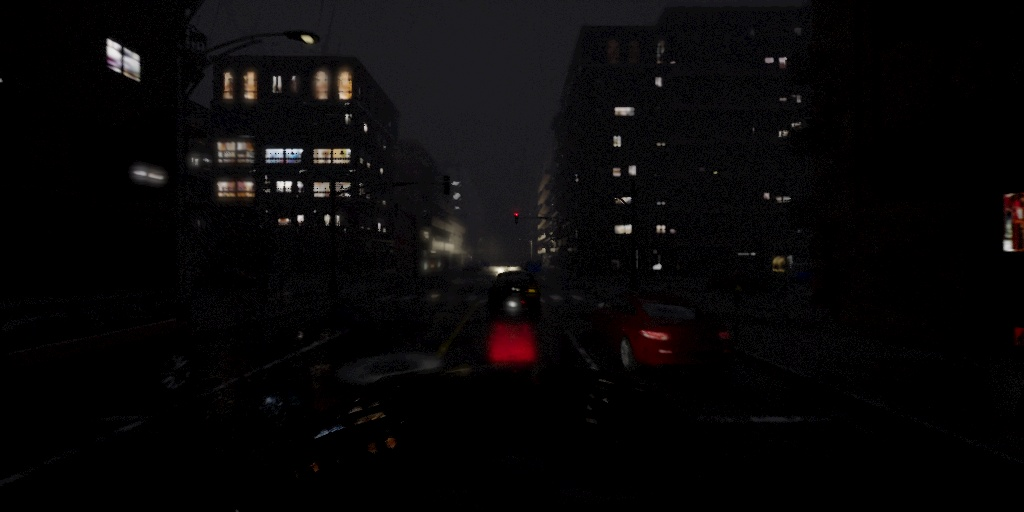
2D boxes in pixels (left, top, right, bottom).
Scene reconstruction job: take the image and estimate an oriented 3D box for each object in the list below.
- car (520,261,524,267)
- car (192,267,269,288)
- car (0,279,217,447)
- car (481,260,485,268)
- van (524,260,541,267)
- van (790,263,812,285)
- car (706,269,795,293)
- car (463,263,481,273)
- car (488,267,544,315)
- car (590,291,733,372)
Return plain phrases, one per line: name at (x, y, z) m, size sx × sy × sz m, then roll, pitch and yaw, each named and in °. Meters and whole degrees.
car at (2.719, 1.418, 50.855) m, size 2.192 × 1.841 × 5.009 m, roll 0°, pitch 0°, yaw 0°
car at (-17.746, 1.350, 22.640) m, size 4.207 × 1.307 × 1.802 m, roll 0°, pitch 0°, yaw 0°
car at (-5.734, 1.201, 3.676) m, size 1.967 × 1.591 × 4.097 m, roll 0°, pitch 0°, yaw 0°
car at (-5.849, 1.716, 56.425) m, size 1.948 × 1.339 × 4.313 m, roll 0°, pitch 0°, yaw 0°
van at (2.808, 1.399, 45.359) m, size 1.690 × 1.789 × 3.998 m, roll 0°, pitch 0°, yaw 0°
van at (26.089, 1.536, 30.936) m, size 3.998 × 1.789 × 1.690 m, roll 0°, pitch 0°, yaw 0°
car at (14.706, 1.635, 22.585) m, size 4.507 × 1.381 × 1.888 m, roll 0°, pitch 0°, yaw 0°
car at (-5.848, 1.685, 50.904) m, size 1.802 × 1.307 × 4.207 m, roll 0°, pitch 0°, yaw 0°
car at (0.192, 1.332, 13.970) m, size 1.837 × 1.490 × 4.892 m, roll 0°, pitch 0°, yaw 4°
car at (2.796, 1.367, 7.460) m, size 1.802 × 1.307 × 4.207 m, roll 0°, pitch 0°, yaw 0°
